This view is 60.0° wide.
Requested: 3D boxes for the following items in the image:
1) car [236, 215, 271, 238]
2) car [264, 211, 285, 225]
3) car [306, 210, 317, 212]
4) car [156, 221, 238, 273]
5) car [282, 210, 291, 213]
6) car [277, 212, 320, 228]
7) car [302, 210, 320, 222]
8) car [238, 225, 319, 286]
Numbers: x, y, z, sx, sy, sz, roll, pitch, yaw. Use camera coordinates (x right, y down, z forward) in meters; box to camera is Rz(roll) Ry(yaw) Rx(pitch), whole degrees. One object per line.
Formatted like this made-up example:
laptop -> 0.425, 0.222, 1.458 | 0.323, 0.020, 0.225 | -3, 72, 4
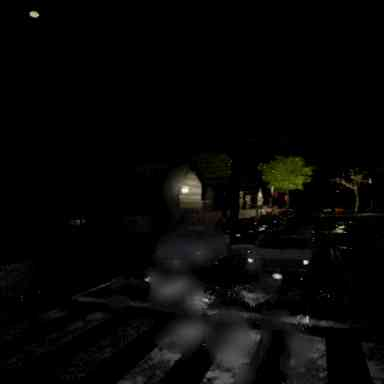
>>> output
car -> 3.433, 2.364, 20.971 | 1.994, 1.385, 4.181 | -2, -2, 23
car -> 7.163, 2.720, 30.733 | 1.895, 1.301, 4.718 | -2, -2, 20
car -> 10.218, 2.580, 29.597 | 1.994, 1.385, 4.181 | -2, -3, 22
car -> 0.274, 2.061, 12.827 | 1.812, 1.442, 4.674 | -2, -2, 19
car -> 12.882, 3.205, 45.412 | 1.812, 1.442, 4.674 | -2, -3, 21
car -> 6.379, 2.195, 19.633 | 1.837, 1.490, 4.892 | -2, -2, 21
car -> 15.917, 3.144, 44.252 | 2.033, 1.411, 5.357 | -2, -3, 21
car -> 3.053, 2.007, 10.932 | 1.895, 1.301, 4.718 | -2, -2, 21
